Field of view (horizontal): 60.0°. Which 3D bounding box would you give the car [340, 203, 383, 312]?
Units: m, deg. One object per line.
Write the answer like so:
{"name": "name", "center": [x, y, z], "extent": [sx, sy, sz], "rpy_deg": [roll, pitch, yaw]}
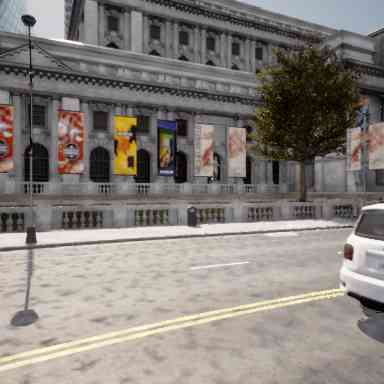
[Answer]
{"name": "car", "center": [5.295, 1.218, 6.203], "extent": [5.566, 2.045, 2.150], "rpy_deg": [1, 0, -27]}
